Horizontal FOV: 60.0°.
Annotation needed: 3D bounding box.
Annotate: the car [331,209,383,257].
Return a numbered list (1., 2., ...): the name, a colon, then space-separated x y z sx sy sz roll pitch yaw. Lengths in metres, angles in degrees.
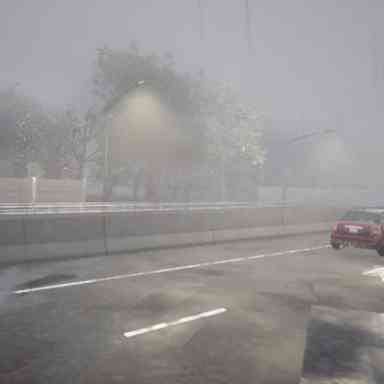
1. car: 7.793 1.491 13.725 4.553 1.767 2.097 1 -1 -35
